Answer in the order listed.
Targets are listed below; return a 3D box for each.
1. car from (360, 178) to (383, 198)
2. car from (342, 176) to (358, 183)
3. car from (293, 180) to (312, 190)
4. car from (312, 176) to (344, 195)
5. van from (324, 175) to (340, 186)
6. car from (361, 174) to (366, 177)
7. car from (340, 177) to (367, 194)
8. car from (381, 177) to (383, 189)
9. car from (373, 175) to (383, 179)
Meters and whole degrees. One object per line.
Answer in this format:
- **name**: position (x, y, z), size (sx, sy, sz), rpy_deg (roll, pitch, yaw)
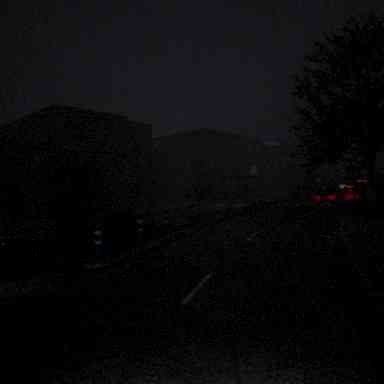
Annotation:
- **car**: position (18.025, -0.257, 29.389), size (4.892, 1.521, 2.231), rpy_deg (-3, 2, 35)
- **car**: position (38.472, -2.999, 81.105), size (2.002, 1.452, 4.674), rpy_deg (-3, 1, 45)
- **car**: position (20.106, -1.210, 60.456), size (2.097, 1.535, 5.008), rpy_deg (-3, 2, 39)
- **car**: position (17.071, -0.624, 41.680), size (2.097, 1.767, 4.553), rpy_deg (-3, 2, 36)
- **van**: position (30.758, -2.562, 72.972), size (1.878, 1.987, 4.442), rpy_deg (-3, 2, 43)
- **car**: position (25.779, -1.556, 48.545), size (2.150, 2.045, 5.566), rpy_deg (-3, 2, 38)
- **car**: position (19.685, -0.615, 40.172), size (1.837, 1.490, 4.892), rpy_deg (-3, 2, 36)
- **car**: position (28.882, -1.426, 45.000), size (5.366, 1.575, 1.946), rpy_deg (-3, 2, 37)
- **car**: position (19.613, -0.547, 31.624), size (4.553, 1.767, 2.185), rpy_deg (-3, 2, 35)
